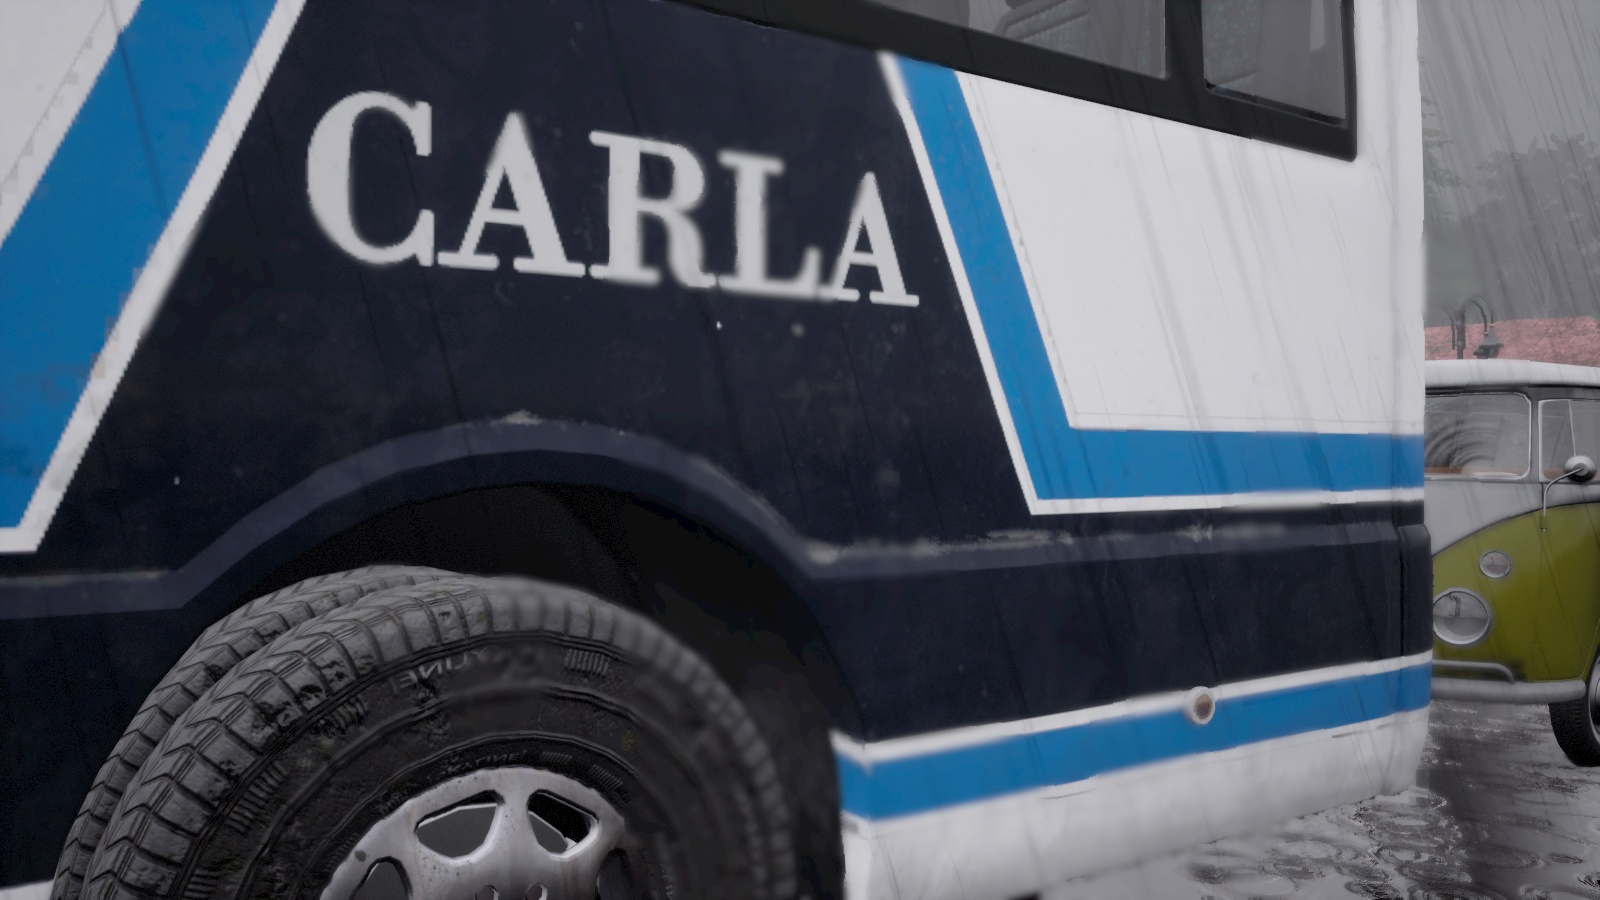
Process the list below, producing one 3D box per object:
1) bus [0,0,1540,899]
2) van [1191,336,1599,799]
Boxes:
[{"bbox_3d":[-3.492,-0.620,1.849,10.273,4.253,3.944,0,0,-35],"label":"bus"},{"bbox_3d":[4.460,0.506,7.382,4.442,1.987,1.775,0,0,-35],"label":"van"}]
